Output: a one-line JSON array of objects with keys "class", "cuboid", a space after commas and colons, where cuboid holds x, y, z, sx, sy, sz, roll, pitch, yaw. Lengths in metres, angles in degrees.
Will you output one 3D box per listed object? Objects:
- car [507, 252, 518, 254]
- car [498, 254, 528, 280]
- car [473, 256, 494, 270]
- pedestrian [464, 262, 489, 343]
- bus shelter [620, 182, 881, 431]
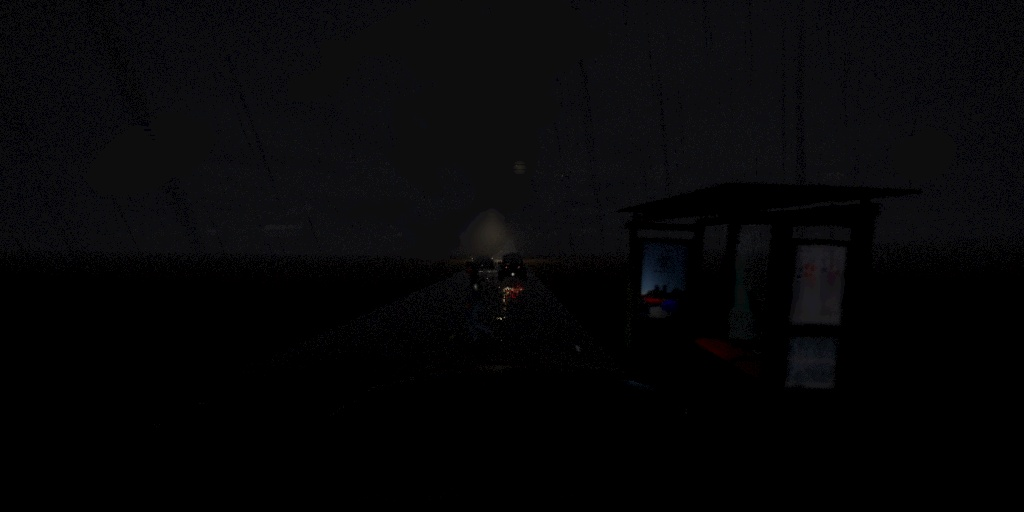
[{"class": "car", "cuboid": [0.066, 0.363, 40.684, 2.097, 1.767, 4.553, 0, 1, 0]}, {"class": "car", "cuboid": [0.072, 0.838, 25.209, 1.837, 1.490, 4.892, 0, 2, 0]}, {"class": "car", "cuboid": [-2.835, 0.672, 36.236, 1.994, 1.385, 4.181, 0, 1, 0]}, {"class": "pedestrian", "cuboid": [-0.788, 0.945, 7.682, 0.375, 1.860, 0.375, -3, 4, -10]}, {"class": "bus shelter", "cuboid": [3.125, 0.556, 5.937, 1.920, 2.740, 3.880, 0, 0, 0]}]
